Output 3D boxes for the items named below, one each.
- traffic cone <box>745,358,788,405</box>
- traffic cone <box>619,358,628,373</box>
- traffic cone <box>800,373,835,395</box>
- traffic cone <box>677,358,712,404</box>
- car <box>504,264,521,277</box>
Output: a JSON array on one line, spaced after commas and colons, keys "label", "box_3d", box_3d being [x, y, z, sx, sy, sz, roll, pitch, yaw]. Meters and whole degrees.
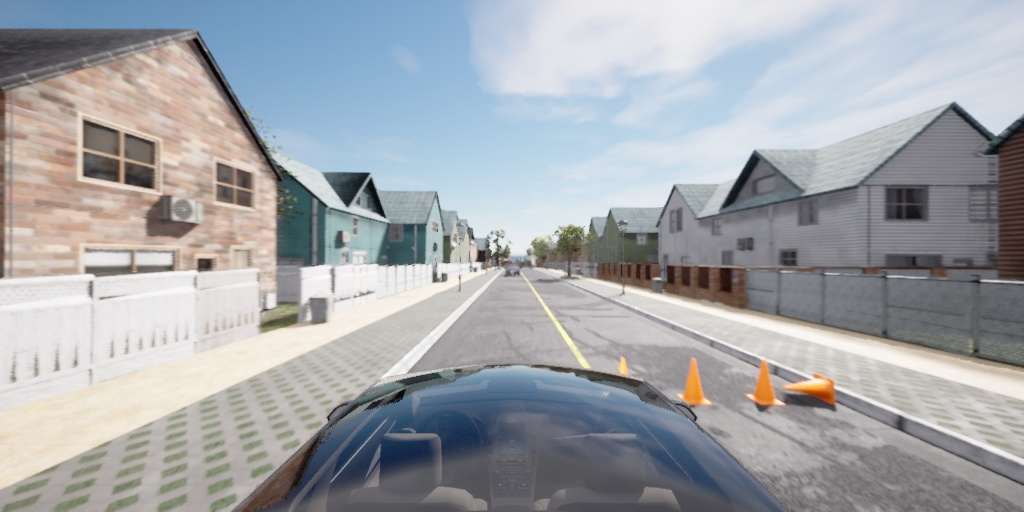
[{"label": "traffic cone", "box_3d": [3.577, 1.752, 5.085, 0.340, 0.580, 0.340, 0, 0, 0]}, {"label": "traffic cone", "box_3d": [1.577, 1.743, 5.090, 0.340, 0.580, 0.340, 0, 0, 0]}, {"label": "traffic cone", "box_3d": [4.425, 1.585, 5.085, 0.340, 0.580, 0.340, 0, 0, 3]}, {"label": "traffic cone", "box_3d": [2.577, 1.748, 5.087, 0.340, 0.580, 0.340, 0, 0, 0]}, {"label": "car", "box_3d": [0.091, 1.729, 44.259, 2.128, 1.511, 4.902, 0, -1, 0]}]
